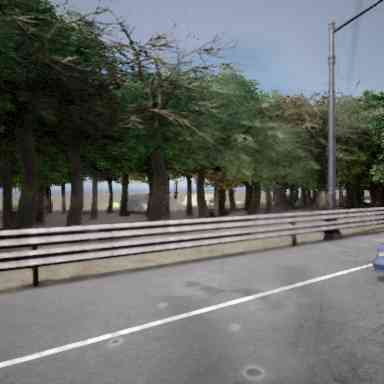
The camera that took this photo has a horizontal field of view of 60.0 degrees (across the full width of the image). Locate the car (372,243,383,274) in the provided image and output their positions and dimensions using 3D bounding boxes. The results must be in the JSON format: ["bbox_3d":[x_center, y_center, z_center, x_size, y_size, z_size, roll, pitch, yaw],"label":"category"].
[{"bbox_3d":[6.941,1.546,9.007,5.357,1.411,2.033,0,0,-37],"label":"car"}]
